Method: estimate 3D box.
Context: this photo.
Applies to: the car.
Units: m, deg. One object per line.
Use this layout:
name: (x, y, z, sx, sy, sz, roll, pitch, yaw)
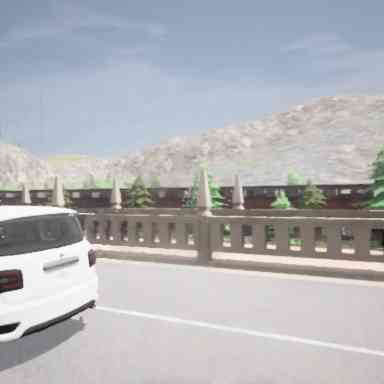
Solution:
car: (-4.248, 1.274, 5.778, 5.566, 2.045, 2.150, -1, 0, 24)
